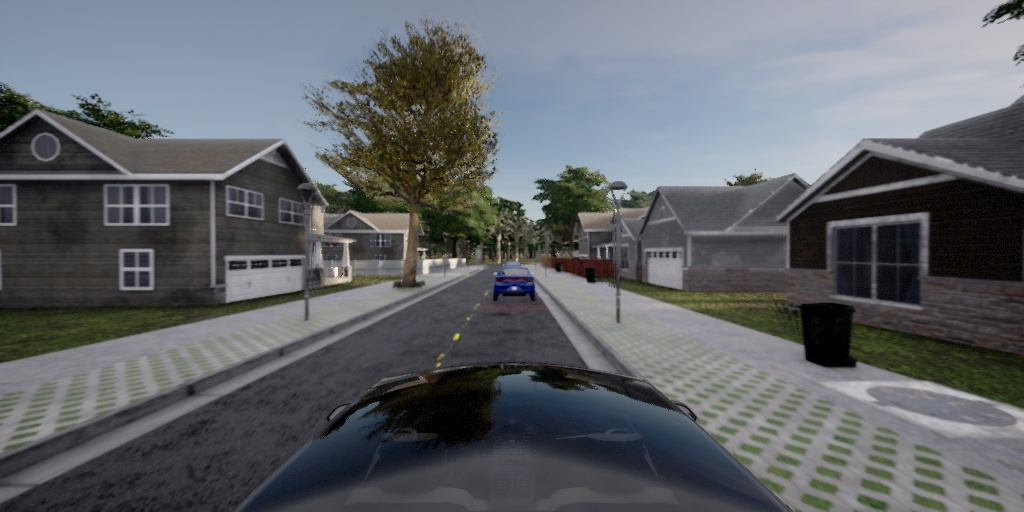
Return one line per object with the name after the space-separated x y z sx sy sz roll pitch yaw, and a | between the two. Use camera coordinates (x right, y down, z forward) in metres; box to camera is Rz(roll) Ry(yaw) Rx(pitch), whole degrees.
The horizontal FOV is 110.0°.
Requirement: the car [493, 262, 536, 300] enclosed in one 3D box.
0.101 1.225 17.675 1.882 1.535 5.008 0 0 0 | car
